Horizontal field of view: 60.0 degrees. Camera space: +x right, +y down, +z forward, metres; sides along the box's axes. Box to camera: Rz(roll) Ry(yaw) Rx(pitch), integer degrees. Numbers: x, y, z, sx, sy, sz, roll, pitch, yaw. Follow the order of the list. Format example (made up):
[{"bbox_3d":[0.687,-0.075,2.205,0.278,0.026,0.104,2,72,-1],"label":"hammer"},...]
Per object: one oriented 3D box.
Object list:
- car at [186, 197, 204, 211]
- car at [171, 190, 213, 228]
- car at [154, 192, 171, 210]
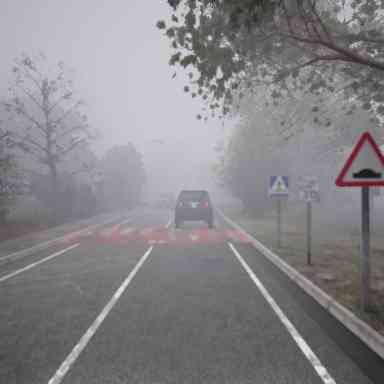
[{"bbox_3d":[0.381,1.318,38.360,1.994,1.385,4.181,0,1,2],"label":"car"},{"bbox_3d":[0.123,1.085,20.556,2.150,2.045,5.566,0,-5,1],"label":"car"},{"bbox_3d":[-3.014,1.081,38.958,2.150,2.045,5.566,0,1,2],"label":"car"}]
